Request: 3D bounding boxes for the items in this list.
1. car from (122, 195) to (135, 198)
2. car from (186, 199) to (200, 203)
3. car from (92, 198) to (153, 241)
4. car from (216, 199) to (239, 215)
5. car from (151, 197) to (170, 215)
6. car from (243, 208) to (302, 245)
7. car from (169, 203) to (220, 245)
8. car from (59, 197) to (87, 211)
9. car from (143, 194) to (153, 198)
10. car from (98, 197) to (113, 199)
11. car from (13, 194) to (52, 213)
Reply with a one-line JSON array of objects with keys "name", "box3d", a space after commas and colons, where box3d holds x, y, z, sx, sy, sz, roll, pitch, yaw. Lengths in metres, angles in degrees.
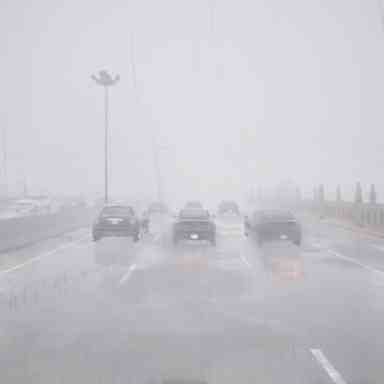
[{"name": "car", "box3d": [-14.781, 1.299, 77.648, 1.994, 1.385, 4.181, 0, 0, 11]}, {"name": "car", "box3d": [0.096, 1.506, 33.558, 1.837, 1.490, 4.892, 0, 0, 0]}, {"name": "car", "box3d": [-3.403, 1.353, 16.757, 2.097, 1.767, 4.553, 0, 0, 0]}, {"name": "car", "box3d": [3.594, 1.506, 33.556, 1.837, 1.490, 4.892, 0, 0, 0]}, {"name": "car", "box3d": [-3.405, 1.565, 34.321, 1.994, 1.385, 4.181, 0, 0, 0]}, {"name": "car", "box3d": [3.597, 1.506, 15.450, 1.837, 1.490, 4.892, 0, 0, 0]}, {"name": "car", "box3d": [0.097, 1.506, 15.630, 1.837, 1.490, 4.892, 0, 0, 0]}, {"name": "car", "box3d": [-14.094, 1.352, 39.565, 2.097, 1.767, 4.553, 0, 0, 0]}, {"name": "car", "box3d": [-10.446, 1.141, 80.690, 1.812, 1.442, 4.674, 0, 0, 15]}, {"name": "car", "box3d": [-10.593, 1.353, 40.397, 2.097, 1.767, 4.553, 0, 0, 0]}, {"name": "car", "box3d": [-17.601, 1.223, 37.051, 2.150, 2.045, 5.566, 0, 0, 0]}]
